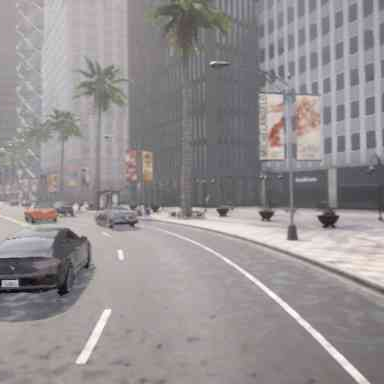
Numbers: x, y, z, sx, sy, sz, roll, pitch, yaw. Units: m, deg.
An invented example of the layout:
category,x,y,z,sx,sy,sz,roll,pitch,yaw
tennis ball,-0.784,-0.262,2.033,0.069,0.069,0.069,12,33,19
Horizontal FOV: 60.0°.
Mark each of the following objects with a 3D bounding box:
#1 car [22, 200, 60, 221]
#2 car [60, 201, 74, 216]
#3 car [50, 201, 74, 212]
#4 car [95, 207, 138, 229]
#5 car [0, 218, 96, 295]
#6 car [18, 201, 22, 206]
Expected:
category,x,y,z,sx,sy,sz,roll,pitch,yaw
car,-14.033,1.813,30.770,2.097,1.767,4.553,-1,-1,-34
car,-15.082,2.039,38.453,1.837,1.490,4.892,-1,-1,-35
car,-19.771,2.183,50.325,2.231,1.521,4.892,-1,-1,-35
car,-5.643,1.824,24.359,2.033,1.411,5.357,-1,-1,-31
car,-3.890,1.656,8.818,1.812,1.442,4.674,-1,0,-8
car,-36.700,2.511,74.330,2.185,1.767,4.553,-1,-1,-35
